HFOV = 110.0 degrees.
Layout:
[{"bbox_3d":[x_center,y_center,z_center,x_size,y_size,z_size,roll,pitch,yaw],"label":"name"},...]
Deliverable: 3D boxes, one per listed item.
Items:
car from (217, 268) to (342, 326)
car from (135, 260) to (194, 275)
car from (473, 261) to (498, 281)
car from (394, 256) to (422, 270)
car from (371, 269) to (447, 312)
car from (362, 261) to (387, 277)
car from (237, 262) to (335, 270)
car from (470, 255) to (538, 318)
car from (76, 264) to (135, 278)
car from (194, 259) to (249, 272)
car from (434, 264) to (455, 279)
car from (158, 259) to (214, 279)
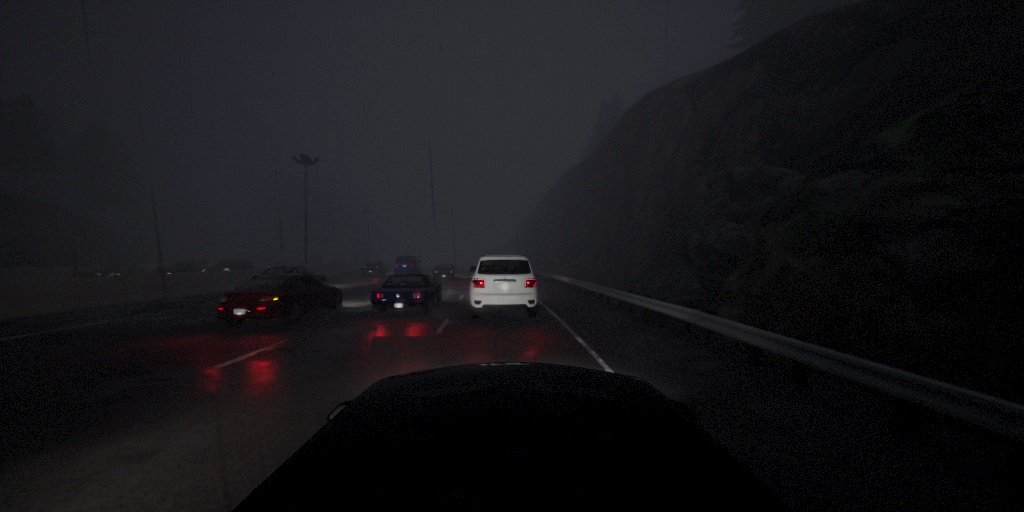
[{"bbox_3d":[-7.295,1.293,11.741,1.812,1.442,4.674,0,0,-3],"label":"car"},{"bbox_3d":[-27.020,1.305,29.045,2.128,1.511,4.902,0,0,-10],"label":"car"},{"bbox_3d":[-2.417,1.263,31.512,1.837,1.490,4.892,0,0,-9],"label":"car"},{"bbox_3d":[-10.038,0.997,34.699,2.150,2.045,5.566,0,0,-10],"label":"car"},{"bbox_3d":[-3.933,1.361,14.219,1.895,1.301,4.718,0,0,-4],"label":"car"},{"bbox_3d":[-13.981,1.276,36.598,2.128,1.511,4.902,0,0,-11],"label":"car"},{"bbox_3d":[-11.334,1.268,18.552,2.128,1.511,4.902,0,0,-5],"label":"car"},{"bbox_3d":[-0.365,0.973,13.268,2.150,2.045,5.566,0,0,-3],"label":"car"},{"bbox_3d":[-34.501,1.377,31.362,2.033,1.411,5.357,0,0,-11],"label":"car"},{"bbox_3d":[-23.626,1.157,29.954,2.097,1.767,4.553,0,0,-10],"label":"car"},{"bbox_3d":[-6.019,1.367,31.983,1.895,1.301,4.718,0,0,-9],"label":"car"},{"bbox_3d":[-31.704,1.175,35.079,2.097,1.767,4.553,0,0,-12],"label":"car"}]
